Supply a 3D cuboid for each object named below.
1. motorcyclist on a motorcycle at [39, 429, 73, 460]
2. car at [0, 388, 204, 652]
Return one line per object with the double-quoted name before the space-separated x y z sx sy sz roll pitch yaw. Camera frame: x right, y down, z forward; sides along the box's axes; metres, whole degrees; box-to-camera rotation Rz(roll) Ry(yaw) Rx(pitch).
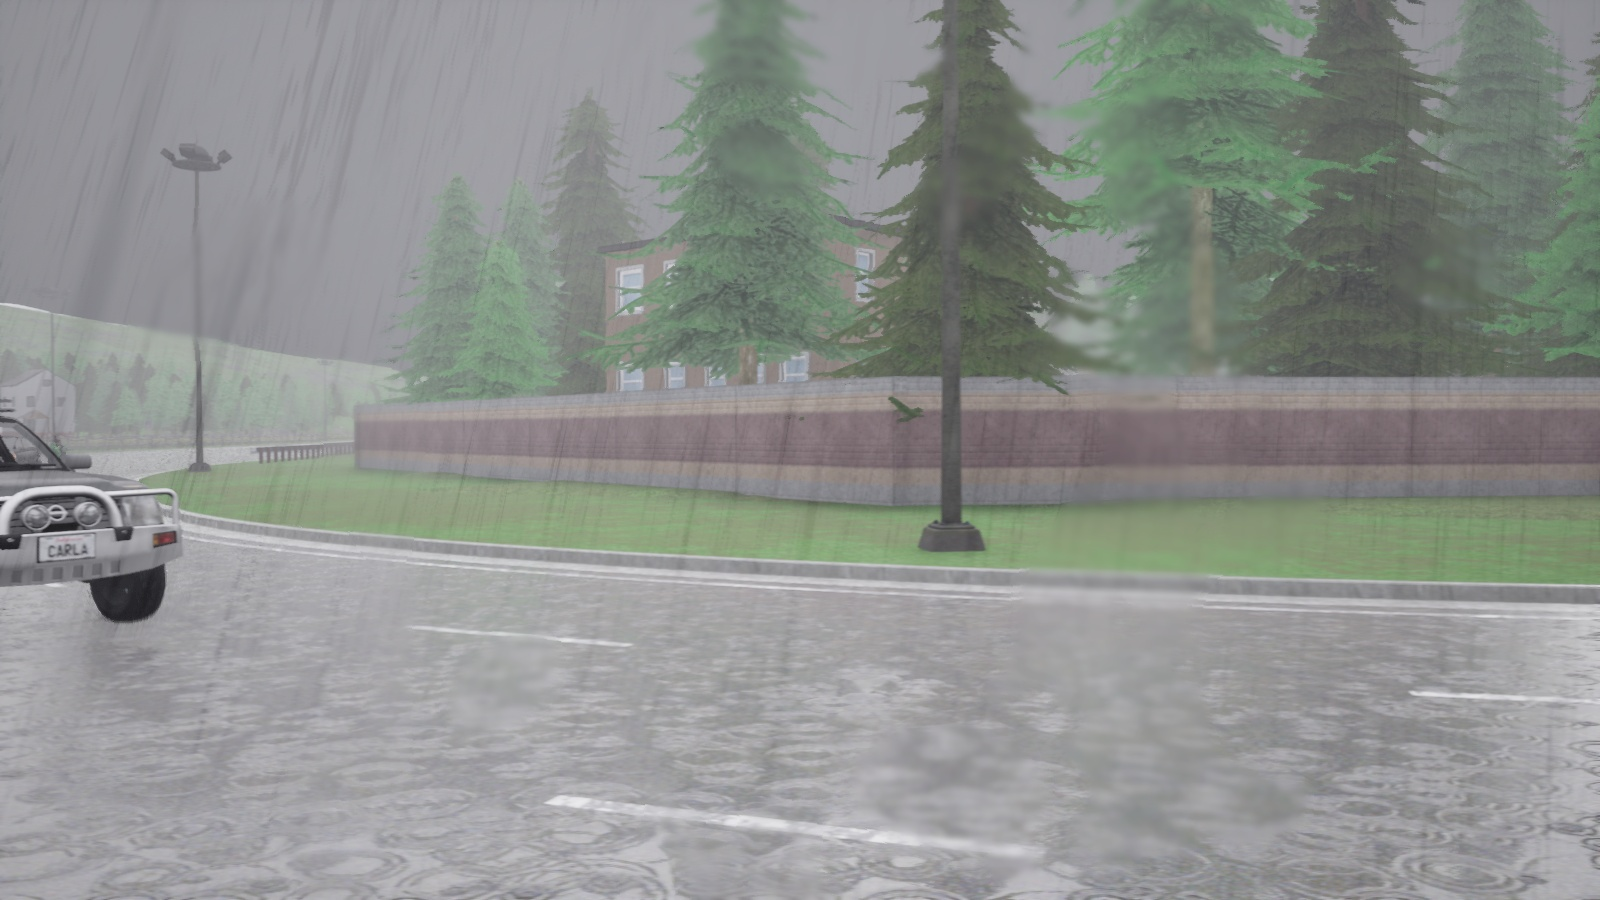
"motorcyclist on a motorcycle" -37.250 -0.295 62.909 0.797 1.523 2.044 0 1 -9
"car" -7.213 0.454 10.552 4.605 1.855 1.932 1 1 35
